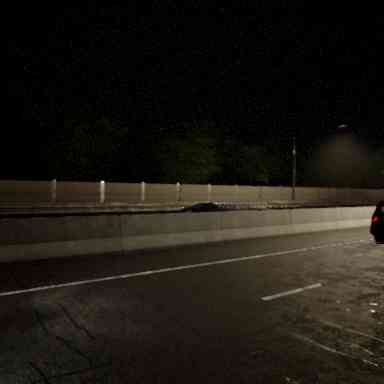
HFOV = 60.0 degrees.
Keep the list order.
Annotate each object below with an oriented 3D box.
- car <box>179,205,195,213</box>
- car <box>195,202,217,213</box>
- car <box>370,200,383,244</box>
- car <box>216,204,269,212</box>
[{"bbox_3d":[0.963,1.687,30.470,4.674,1.442,1.812,1,0,-35],"label":"car"},{"bbox_3d":[3.191,1.710,27.758,5.357,1.411,2.033,1,0,-36],"label":"car"},{"bbox_3d":[10.570,1.374,15.580,5.566,2.045,2.150,1,0,-35],"label":"car"},{"bbox_3d":[4.348,1.754,24.287,4.718,1.301,1.895,1,0,-35],"label":"car"}]
